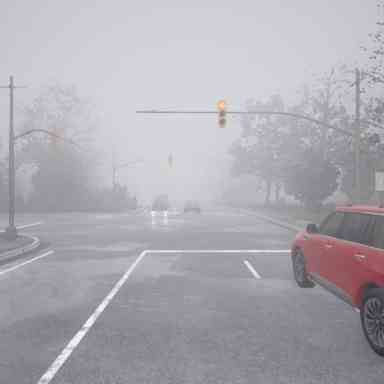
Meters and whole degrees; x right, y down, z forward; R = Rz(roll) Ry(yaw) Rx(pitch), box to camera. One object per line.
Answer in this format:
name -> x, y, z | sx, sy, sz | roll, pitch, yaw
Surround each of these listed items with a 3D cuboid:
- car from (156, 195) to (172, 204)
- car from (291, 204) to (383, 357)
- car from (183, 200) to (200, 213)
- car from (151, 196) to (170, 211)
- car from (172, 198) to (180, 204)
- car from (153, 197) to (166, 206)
car -> -4.802, 1.421, 52.390 | 2.150, 2.045, 5.566 | 0, -1, -7
car -> 3.590, 1.221, 6.131 | 2.150, 2.045, 5.566 | 0, 0, 0
car -> -0.062, 1.576, 38.113 | 2.033, 1.411, 5.357 | 0, 0, -2
car -> -4.075, 1.572, 42.521 | 1.837, 1.490, 4.892 | 0, -1, -3
car -> -4.641, 2.316, 83.254 | 1.882, 1.535, 5.008 | 0, -1, -22
car -> -6.255, 1.771, 62.753 | 2.097, 1.767, 4.553 | 0, -1, -10
